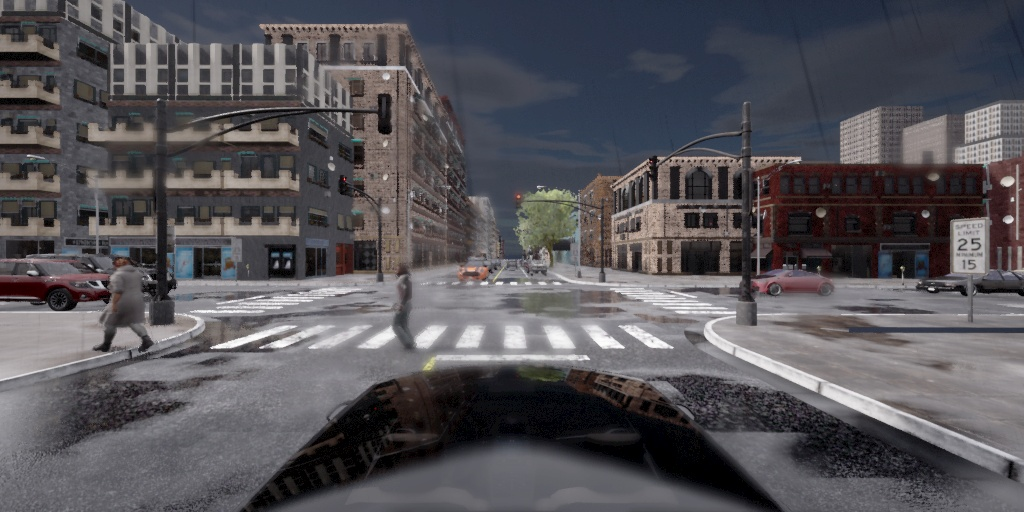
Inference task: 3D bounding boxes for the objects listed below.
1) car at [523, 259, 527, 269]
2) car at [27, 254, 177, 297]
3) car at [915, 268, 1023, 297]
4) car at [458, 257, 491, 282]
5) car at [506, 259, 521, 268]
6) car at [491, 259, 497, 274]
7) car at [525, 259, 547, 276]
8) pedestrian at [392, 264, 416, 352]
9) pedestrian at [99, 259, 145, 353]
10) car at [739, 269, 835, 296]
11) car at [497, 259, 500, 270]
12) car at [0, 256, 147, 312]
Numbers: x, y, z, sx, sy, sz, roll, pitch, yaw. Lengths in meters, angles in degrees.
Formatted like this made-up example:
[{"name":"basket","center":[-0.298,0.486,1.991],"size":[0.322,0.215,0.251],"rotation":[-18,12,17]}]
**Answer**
[{"name":"car","center":[2.694,1.228,42.735],"size":[1.967,1.591,4.097],"rotation":[0,0,0]},{"name":"car","center":[-18.309,0.917,15.901],"size":[5.566,2.045,2.150],"rotation":[0,0,0]},{"name":"car","center":[25.381,1.418,19.407],"size":[5.357,1.411,2.033],"rotation":[0,0,0]},{"name":"car","center":[-3.095,1.119,29.459],"size":[2.097,1.767,4.553],"rotation":[0,0,0]},{"name":"car","center":[0.005,1.319,63.395],"size":[2.128,1.511,4.902],"rotation":[0,0,0]},{"name":"car","center":[-3.093,1.293,41.294],"size":[1.837,1.490,4.892],"rotation":[0,-1,0]},{"name":"car","center":[2.693,1.330,37.038],"size":[2.007,1.370,4.403],"rotation":[0,0,0]},{"name":"pedestrian","center":[-2.257,1.044,7.497],"size":[0.375,1.860,0.375],"rotation":[0,0,0]},{"name":"pedestrian","center":[-7.490,0.884,6.895],"size":[0.375,1.860,0.375],"rotation":[0,0,0]},{"name":"car","center":[14.720,1.387,19.335],"size":[4.181,1.385,1.994],"rotation":[0,0,0]},{"name":"car","center":[-3.089,1.311,52.881],"size":[1.837,1.490,4.892],"rotation":[0,0,0]},{"name":"car","center":[-17.276,1.013,13.321],"size":[5.009,1.841,2.192],"rotation":[0,0,0]}]
